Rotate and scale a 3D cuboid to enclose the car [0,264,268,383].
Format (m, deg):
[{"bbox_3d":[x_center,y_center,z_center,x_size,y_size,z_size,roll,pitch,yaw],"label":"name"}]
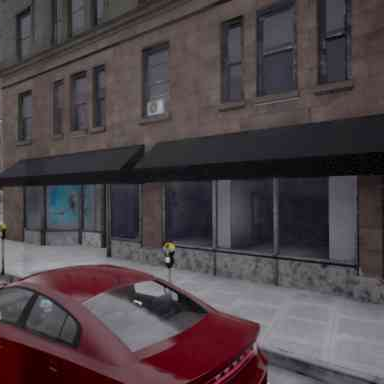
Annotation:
[{"bbox_3d":[-1.396,1.545,3.861,4.507,1.381,1.887,0,0,36],"label":"car"}]
